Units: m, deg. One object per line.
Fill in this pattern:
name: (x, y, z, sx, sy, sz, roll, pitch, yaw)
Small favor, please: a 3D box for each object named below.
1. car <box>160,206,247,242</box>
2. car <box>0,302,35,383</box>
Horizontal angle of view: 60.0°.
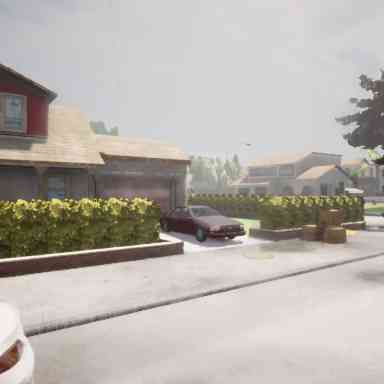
car: (0.137, 1.356, 15.506, 2.033, 1.415, 5.357, 0, 0, -33)
car: (-3.559, 1.526, 2.064, 4.674, 1.442, 1.812, 0, 0, -36)
